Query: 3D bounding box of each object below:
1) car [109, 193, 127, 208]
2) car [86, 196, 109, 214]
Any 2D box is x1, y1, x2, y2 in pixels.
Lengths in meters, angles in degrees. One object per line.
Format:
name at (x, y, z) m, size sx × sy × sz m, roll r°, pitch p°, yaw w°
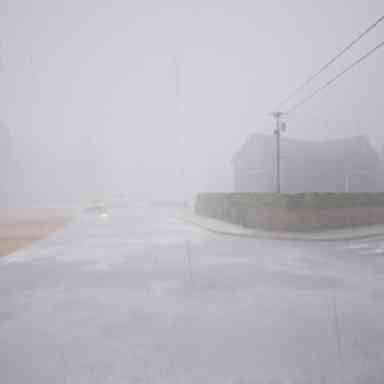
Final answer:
car at (-10.792, 1.177, 47.664) m, size 2.150 × 2.045 × 5.566 m, roll 0°, pitch 0°, yaw -24°
car at (-10.268, 1.433, 35.478) m, size 1.882 × 1.535 × 5.008 m, roll 0°, pitch 0°, yaw -19°
